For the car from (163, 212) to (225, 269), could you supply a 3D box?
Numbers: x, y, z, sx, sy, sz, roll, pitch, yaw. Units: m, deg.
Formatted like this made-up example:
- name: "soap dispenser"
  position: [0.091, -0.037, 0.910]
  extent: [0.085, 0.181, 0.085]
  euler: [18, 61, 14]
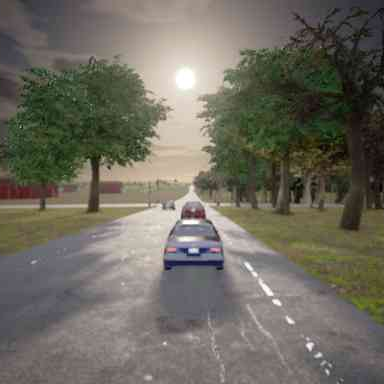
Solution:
- name: "car"
  position: [0.067, 1.627, 11.381]
  extent: [2.033, 1.411, 5.357]
  euler: [0, 0, 1]

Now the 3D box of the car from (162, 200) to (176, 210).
- name: "car"
  position: [-3.494, 1.952, 50.259]
  extent: [2.128, 1.511, 4.902]
  euler: [0, -1, 0]

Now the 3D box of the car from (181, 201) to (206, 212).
- name: "car"
  position: [0.122, 1.581, 29.736]
  extent: [2.097, 1.767, 4.553]
  euler: [0, -1, 0]
